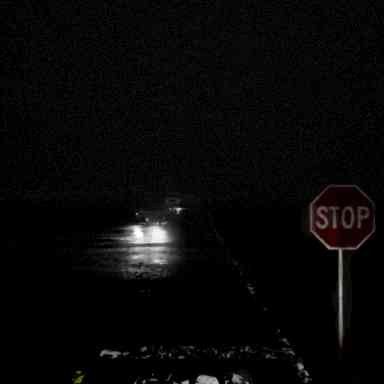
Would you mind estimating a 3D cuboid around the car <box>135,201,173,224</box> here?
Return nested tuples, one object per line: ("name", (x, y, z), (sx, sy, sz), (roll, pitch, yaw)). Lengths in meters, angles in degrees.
("car", (-2.915, 1.605, 25.152), (1.895, 1.301, 4.718), (0, 0, 5))

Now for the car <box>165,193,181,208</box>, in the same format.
("car", (-2.760, 1.225, 49.561), (2.150, 2.045, 5.566), (0, 0, 0))
